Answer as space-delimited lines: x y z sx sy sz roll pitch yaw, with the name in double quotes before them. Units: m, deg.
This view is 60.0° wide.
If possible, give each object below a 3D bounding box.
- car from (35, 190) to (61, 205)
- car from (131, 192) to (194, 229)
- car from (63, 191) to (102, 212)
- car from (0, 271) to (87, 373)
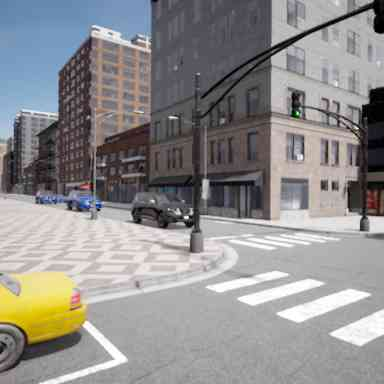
"car" -21.308 0.805 48.522 2.150 2.045 5.566 1 0 -35
"car" -1.908 1.054 20.887 2.150 2.045 5.566 1 0 -35
"car" -10.997 0.906 33.758 2.150 2.045 5.566 1 1 -35
"car" -3.826 1.525 4.024 4.829 1.417 1.752 0 1 -36
